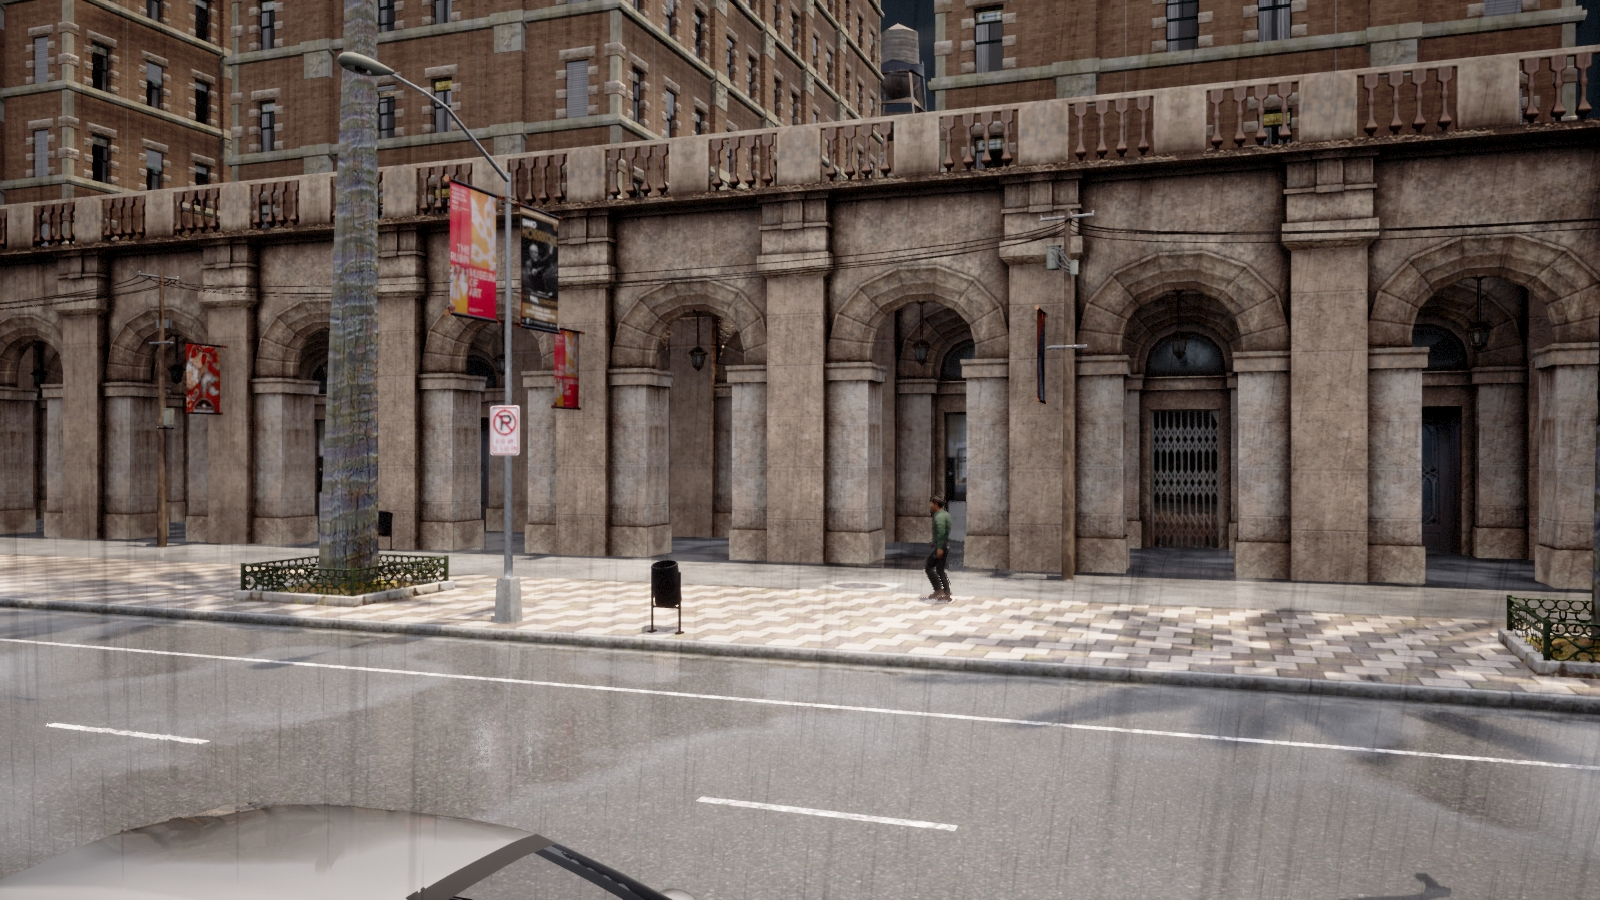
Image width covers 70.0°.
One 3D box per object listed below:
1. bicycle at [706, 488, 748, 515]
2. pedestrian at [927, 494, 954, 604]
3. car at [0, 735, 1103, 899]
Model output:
[{"bbox_3d":[-3.148,2.218,49.327,1.835,1.171,0.329,0,0,20],"label":"bicycle"},{"bbox_3d":[2.438,1.699,19.802,0.375,1.860,0.375,0,0,20],"label":"pedestrian"},{"bbox_3d":[-1.248,2.067,3.754,4.193,1.474,1.816,0,0,20],"label":"car"}]
